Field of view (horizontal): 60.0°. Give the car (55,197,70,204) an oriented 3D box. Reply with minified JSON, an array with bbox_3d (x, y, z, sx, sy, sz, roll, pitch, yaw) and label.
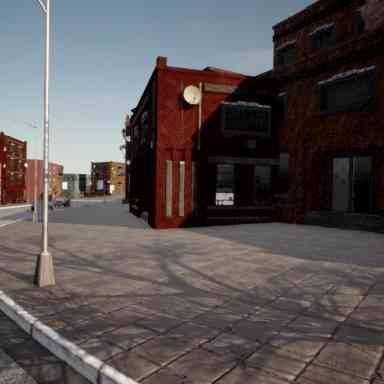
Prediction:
[{"bbox_3d":[-27.264,1.742,70.206,2.033,1.411,5.357,1,0,-9],"label":"car"}]

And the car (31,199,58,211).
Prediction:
[{"bbox_3d":[-19.127,1.683,42.751,1.994,1.385,4.181,1,0,-9],"label":"car"}]

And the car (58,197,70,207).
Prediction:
[{"bbox_3d":[-20.976,1.694,53.691,1.812,1.442,4.674,1,0,-9],"label":"car"}]
